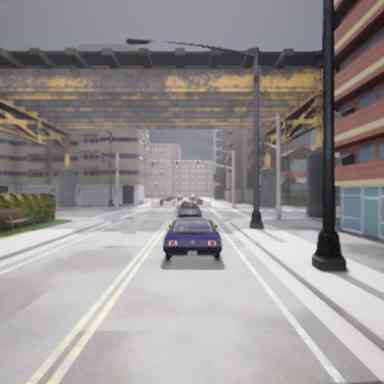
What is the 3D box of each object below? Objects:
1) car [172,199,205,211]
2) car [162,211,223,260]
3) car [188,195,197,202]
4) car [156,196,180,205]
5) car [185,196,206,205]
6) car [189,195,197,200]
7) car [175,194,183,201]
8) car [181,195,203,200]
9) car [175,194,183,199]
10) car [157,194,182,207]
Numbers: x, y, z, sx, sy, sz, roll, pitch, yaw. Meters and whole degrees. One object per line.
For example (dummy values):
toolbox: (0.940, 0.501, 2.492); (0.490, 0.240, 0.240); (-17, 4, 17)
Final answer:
car: (-0.386, 1.552, 28.235); (1.994, 1.385, 4.181); (0, 0, -7)
car: (0.040, 1.595, 12.406); (1.895, 1.301, 4.718); (0, 0, 1)
car: (0.132, 1.417, 77.613); (2.038, 1.542, 4.974); (0, 0, 0)
car: (-3.633, 1.272, 51.371); (1.853, 1.218, 4.536); (0, 0, 25)
car: (0.487, 1.272, 51.065); (1.853, 1.218, 4.536); (0, 0, -20)
car: (0.131, 1.260, 77.665); (1.853, 1.218, 4.536); (0, 0, 0)
car: (-3.302, 1.414, 86.135); (2.038, 1.542, 4.974); (0, 0, 0)
car: (0.506, 1.429, 51.017); (2.038, 1.542, 4.974); (0, 0, -20)
car: (-3.302, 1.256, 86.186); (1.853, 1.218, 4.536); (0, 0, 0)
car: (-3.655, 1.430, 51.323); (2.038, 1.542, 4.974); (0, 0, 25)
